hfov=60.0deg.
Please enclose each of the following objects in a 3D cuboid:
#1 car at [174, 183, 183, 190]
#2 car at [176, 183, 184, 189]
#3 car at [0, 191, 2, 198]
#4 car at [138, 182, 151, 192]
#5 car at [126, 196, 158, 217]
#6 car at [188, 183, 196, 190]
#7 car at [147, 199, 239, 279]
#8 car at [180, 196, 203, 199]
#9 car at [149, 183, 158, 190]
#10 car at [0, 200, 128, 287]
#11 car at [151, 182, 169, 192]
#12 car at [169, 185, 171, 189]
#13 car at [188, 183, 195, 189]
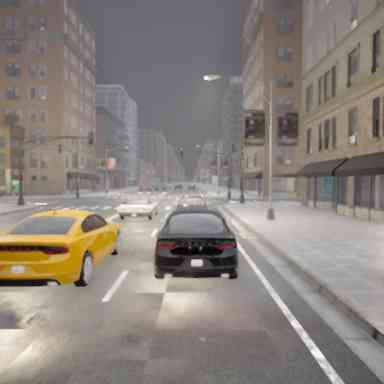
[{"bbox_3d":[-3.298,-1.215,81.200,1.837,1.490,4.892,0,2,0],"label":"car"},{"bbox_3d":[-3.305,-1.652,91.611,2.033,1.411,5.357,0,2,0],"label":"car"},{"bbox_3d":[-25.398,0.241,40.233,4.313,1.339,1.947,0,2,0],"label":"car"},{"bbox_3d":[-9.791,-1.093,69.435,2.150,2.045,5.566,0,2,0],"label":"car"},{"bbox_3d":[-3.161,0.918,20.450,1.895,1.301,4.718,0,2,0],"label":"car"},{"bbox_3d":[-0.048,-1.238,81.201,1.882,1.535,5.008,0,2,0],"label":"car"},{"bbox_3d":[0.096,1.172,9.074,1.882,1.535,5.008,0,2,0],"label":"car"},{"bbox_3d":[-0.010,0.916,18.889,2.033,1.411,5.357,0,2,0],"label":"car"},{"bbox_3d":[-9.801,-1.437,85.077,1.837,1.490,4.892,0,2,0],"label":"car"},{"bbox_3d":[-3.154,1.191,8.496,1.882,1.535,5.008,0,2,0],"label":"car"},{"bbox_3d":[-6.541,-1.093,69.437,2.150,2.045,5.566,0,2,0],"label":"car"},{"bbox_3d":[-6.550,-1.413,85.080,1.812,1.442,4.674,0,2,0],"label":"car"},{"bbox_3d":[-0.055,-1.715,91.611,1.882,1.535,5.008,0,2,0],"label":"car"}]
